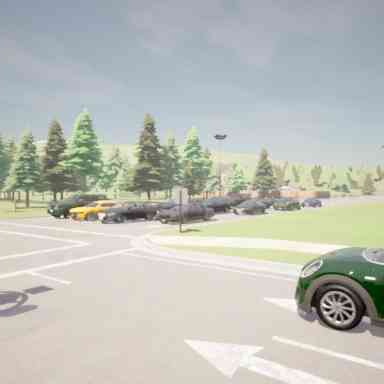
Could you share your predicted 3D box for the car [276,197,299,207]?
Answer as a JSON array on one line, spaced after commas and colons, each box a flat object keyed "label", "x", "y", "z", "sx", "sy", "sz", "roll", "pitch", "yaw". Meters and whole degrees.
[{"label": "car", "x": 14.600, "y": 1.523, "z": 50.801, "sx": 1.812, "sy": 1.442, "sz": 4.674, "roll": 0, "pitch": 0, "yaw": 37}]

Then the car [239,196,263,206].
[{"label": "car", "x": 10.041, "y": 1.474, "z": 56.397, "sx": 1.882, "sy": 1.535, "sz": 5.008, "roll": 0, "pitch": 0, "yaw": 37}]

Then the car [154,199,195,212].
[{"label": "car", "x": -2.011, "y": 1.544, "z": 40.048, "sx": 2.033, "sy": 1.411, "sz": 5.357, "roll": 0, "pitch": 0, "yaw": 36}]

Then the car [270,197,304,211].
[{"label": "car", "x": 11.718, "y": 1.349, "z": 40.998, "sx": 2.097, "sy": 1.767, "sz": 4.553, "roll": 0, "pitch": 0, "yaw": 36}]

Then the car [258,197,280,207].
[{"label": "car", "x": 12.452, "y": 1.561, "z": 53.775, "sx": 1.994, "sy": 1.385, "sz": 4.181, "roll": 0, "pitch": 0, "yaw": 37}]

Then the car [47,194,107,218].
[{"label": "car", "x": -9.831, "y": 1.219, "z": 29.401, "sx": 2.150, "sy": 2.045, "sz": 5.566, "roll": 0, "pitch": 0, "yaw": 36}]

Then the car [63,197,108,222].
[{"label": "car", "x": -7.415, "y": 1.474, "z": 26.786, "sx": 1.882, "sy": 1.535, "sz": 5.008, "roll": 0, "pitch": 0, "yaw": 37}]

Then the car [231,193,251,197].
[{"label": "car", "x": 6.454, "y": 1.219, "z": 45.659, "sx": 2.150, "sy": 2.045, "sz": 5.566, "roll": 0, "pitch": 0, "yaw": 36}]

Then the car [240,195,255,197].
[{"label": "car", "x": 8.527, "y": 1.489, "z": 42.572, "sx": 2.128, "sy": 1.511, "sz": 4.902, "roll": 0, "pitch": 0, "yaw": 36}]

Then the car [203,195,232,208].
[{"label": "car", "x": 3.778, "y": 1.347, "z": 47.924, "sx": 2.097, "sy": 1.767, "sz": 4.553, "roll": 0, "pitch": 0, "yaw": 36}]

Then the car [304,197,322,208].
[{"label": "car", "x": 17.774, "y": 1.523, "z": 49.203, "sx": 1.812, "sy": 1.442, "sz": 4.674, "roll": 0, "pitch": 0, "yaw": 37}]

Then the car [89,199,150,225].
[{"label": "car", "x": -4.719, "y": 1.488, "z": 24.535, "sx": 2.128, "sy": 1.511, "sz": 4.902, "roll": 0, "pitch": 0, "yaw": 36}]

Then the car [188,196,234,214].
[{"label": "car", "x": 2.066, "y": 1.475, "z": 33.777, "sx": 1.882, "sy": 1.535, "sz": 5.008, "roll": 0, "pitch": 0, "yaw": 36}]

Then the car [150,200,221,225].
[{"label": "car", "x": -0.346, "y": 1.545, "z": 24.563, "sx": 2.033, "sy": 1.411, "sz": 5.357, "roll": 0, "pitch": 0, "yaw": 36}]

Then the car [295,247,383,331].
[{"label": "car", "x": 4.081, "y": 1.352, "z": 5.378, "sx": 4.553, "sy": 1.767, "sz": 2.097, "roll": 0, "pitch": 0, "yaw": 36}]

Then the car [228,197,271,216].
[{"label": "car", "x": 5.812, "y": 1.523, "z": 32.950, "sx": 1.812, "sy": 1.442, "sz": 4.674, "roll": 0, "pitch": 0, "yaw": 37}]
